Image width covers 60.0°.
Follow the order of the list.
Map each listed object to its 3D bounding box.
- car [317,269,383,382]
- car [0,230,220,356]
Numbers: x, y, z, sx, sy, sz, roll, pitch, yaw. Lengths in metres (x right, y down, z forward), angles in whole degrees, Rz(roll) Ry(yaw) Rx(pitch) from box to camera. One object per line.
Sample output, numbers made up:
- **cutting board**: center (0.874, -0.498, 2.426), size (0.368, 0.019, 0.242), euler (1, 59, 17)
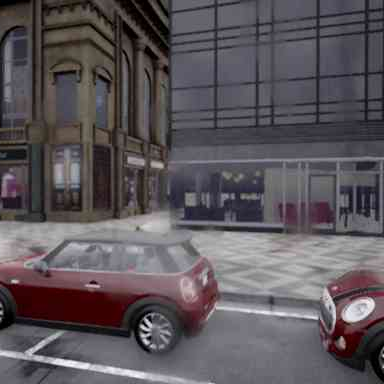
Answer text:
- **car**: center (3.770, 1.422, 4.233), size (4.097, 1.590, 1.967), euler (0, 0, 15)
- **car**: center (-1.671, 1.390, 5.711), size (4.097, 1.590, 1.967), euler (0, 0, 15)
